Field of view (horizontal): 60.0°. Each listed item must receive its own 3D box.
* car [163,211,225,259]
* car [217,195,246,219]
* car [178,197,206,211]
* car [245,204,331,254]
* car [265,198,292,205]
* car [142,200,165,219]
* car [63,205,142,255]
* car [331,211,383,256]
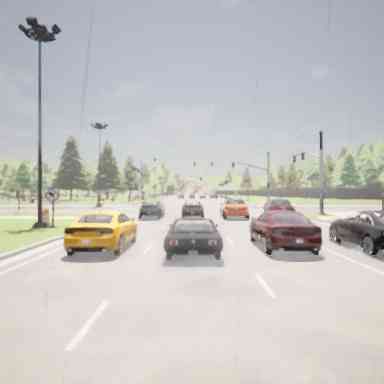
[{"bbox_3d":[0.061,1.593,12.497,1.895,1.301,4.718,0,0,0],"label":"car"},{"bbox_3d":[3.570,1.334,28.753,2.097,1.767,4.553,0,0,0],"label":"car"},{"bbox_3d":[0.072,1.475,29.070,2.128,1.511,4.902,0,0,0],"label":"car"},{"bbox_3d":[3.566,1.470,13.434,1.882,1.535,5.008,0,0,0],"label":"car"},{"bbox_3d":[7.443,1.334,28.676,2.097,1.767,4.553,0,0,6],"label":"car"},{"bbox_3d":[-3.428,1.475,29.064,2.128,1.511,4.902,0,0,0],"label":"car"},{"bbox_3d":[-3.435,1.470,13.298,1.882,1.535,5.008,0,0,0],"label":"car"},{"bbox_3d":[7.065,1.483,13.011,2.128,1.511,4.902,0,0,0],"label":"car"}]
